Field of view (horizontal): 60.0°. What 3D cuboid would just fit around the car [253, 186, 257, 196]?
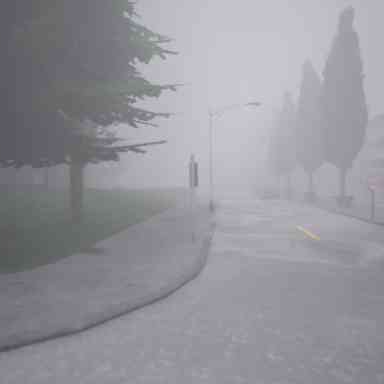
[{"bbox_3d":[10.709,-0.196,52.326,1.882,1.535,5.008,-1,2,6],"label":"car"}]

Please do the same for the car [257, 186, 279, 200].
[{"bbox_3d":[9.776,0.195,42.211,1.994,1.385,4.181,-1,2,6],"label":"car"}]
